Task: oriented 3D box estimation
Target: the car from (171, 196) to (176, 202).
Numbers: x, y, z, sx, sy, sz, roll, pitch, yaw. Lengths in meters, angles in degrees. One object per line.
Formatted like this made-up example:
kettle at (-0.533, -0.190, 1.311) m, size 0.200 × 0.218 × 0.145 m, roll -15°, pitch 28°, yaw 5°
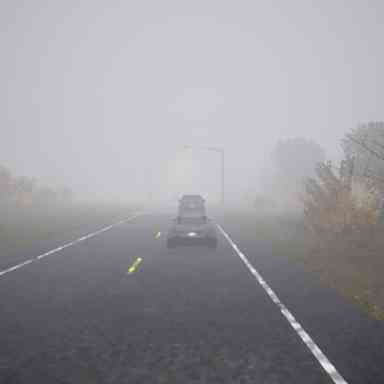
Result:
car at (-3.760, 1.548, 75.946) m, size 2.033 × 1.411 × 5.357 m, roll 0°, pitch 0°, yaw -3°

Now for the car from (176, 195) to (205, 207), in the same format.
car at (0.000, 1.267, 29.682) m, size 2.150 × 2.045 × 5.566 m, roll 0°, pitch 0°, yaw 0°

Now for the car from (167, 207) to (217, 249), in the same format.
car at (0.000, 1.574, 14.651) m, size 1.994 × 1.385 × 4.181 m, roll 0°, pitch 0°, yaw 0°
